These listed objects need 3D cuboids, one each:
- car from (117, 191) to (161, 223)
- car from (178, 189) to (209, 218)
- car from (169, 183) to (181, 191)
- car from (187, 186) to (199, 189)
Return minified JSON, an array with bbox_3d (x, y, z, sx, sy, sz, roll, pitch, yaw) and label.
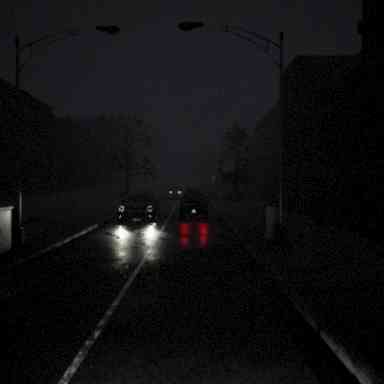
[{"bbox_3d":[-3.091,0.819,20.155,2.097,1.767,4.553,0,3,0],"label":"car"},{"bbox_3d":[0.109,0.843,22.655,2.128,1.511,4.902,0,3,0],"label":"car"},{"bbox_3d":[-3.017,-0.927,60.687,1.837,1.490,4.892,0,3,1],"label":"car"},{"bbox_3d":[0.118,-0.049,41.952,1.837,1.490,4.892,0,3,0],"label":"car"}]
